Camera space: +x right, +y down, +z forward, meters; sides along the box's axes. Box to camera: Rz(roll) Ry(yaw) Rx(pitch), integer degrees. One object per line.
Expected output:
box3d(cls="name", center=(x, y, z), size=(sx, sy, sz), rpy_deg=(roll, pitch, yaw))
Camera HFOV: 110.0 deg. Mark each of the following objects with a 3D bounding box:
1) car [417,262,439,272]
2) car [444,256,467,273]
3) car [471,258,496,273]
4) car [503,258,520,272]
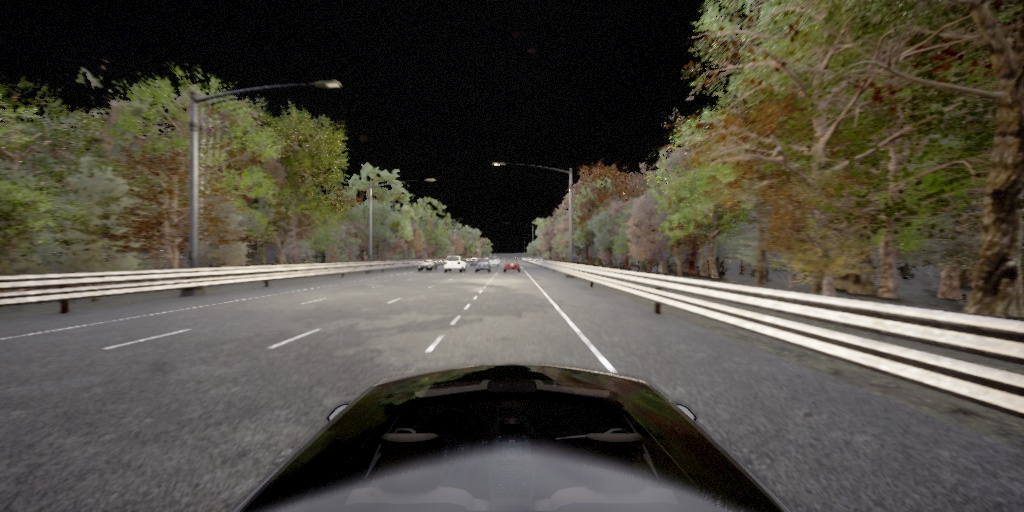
box3d(cls="car", center=(-10.510, 1.361, 45.349), size=(1.895, 1.301, 4.718), rpy_deg=(0, 0, 0))
box3d(cls="car", center=(-7.013, 0.983, 44.616), size=(2.150, 2.045, 5.566), rpy_deg=(0, 0, 0))
box3d(cls="car", center=(-3.512, 1.309, 44.751), size=(2.033, 1.411, 5.357), rpy_deg=(0, 0, 0))
box3d(cls="car", center=(-0.008, 1.114, 45.518), size=(2.097, 1.767, 4.553), rpy_deg=(0, 0, 0))
